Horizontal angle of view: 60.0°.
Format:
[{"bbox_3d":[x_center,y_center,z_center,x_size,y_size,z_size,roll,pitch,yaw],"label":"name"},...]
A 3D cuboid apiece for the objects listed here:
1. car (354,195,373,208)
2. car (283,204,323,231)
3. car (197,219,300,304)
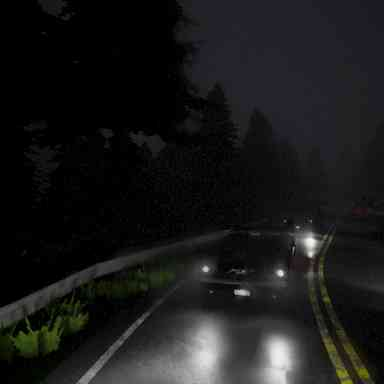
[{"bbox_3d":[20.784,1.057,40.183,2.128,1.511,4.902,-2,0,28],"label":"car"},{"bbox_3d":[6.790,1.459,20.124,2.033,1.411,5.357,-2,0,26],"label":"car"},{"bbox_3d":[1.632,1.599,8.434,1.895,1.301,4.718,-1,0,18],"label":"car"}]
